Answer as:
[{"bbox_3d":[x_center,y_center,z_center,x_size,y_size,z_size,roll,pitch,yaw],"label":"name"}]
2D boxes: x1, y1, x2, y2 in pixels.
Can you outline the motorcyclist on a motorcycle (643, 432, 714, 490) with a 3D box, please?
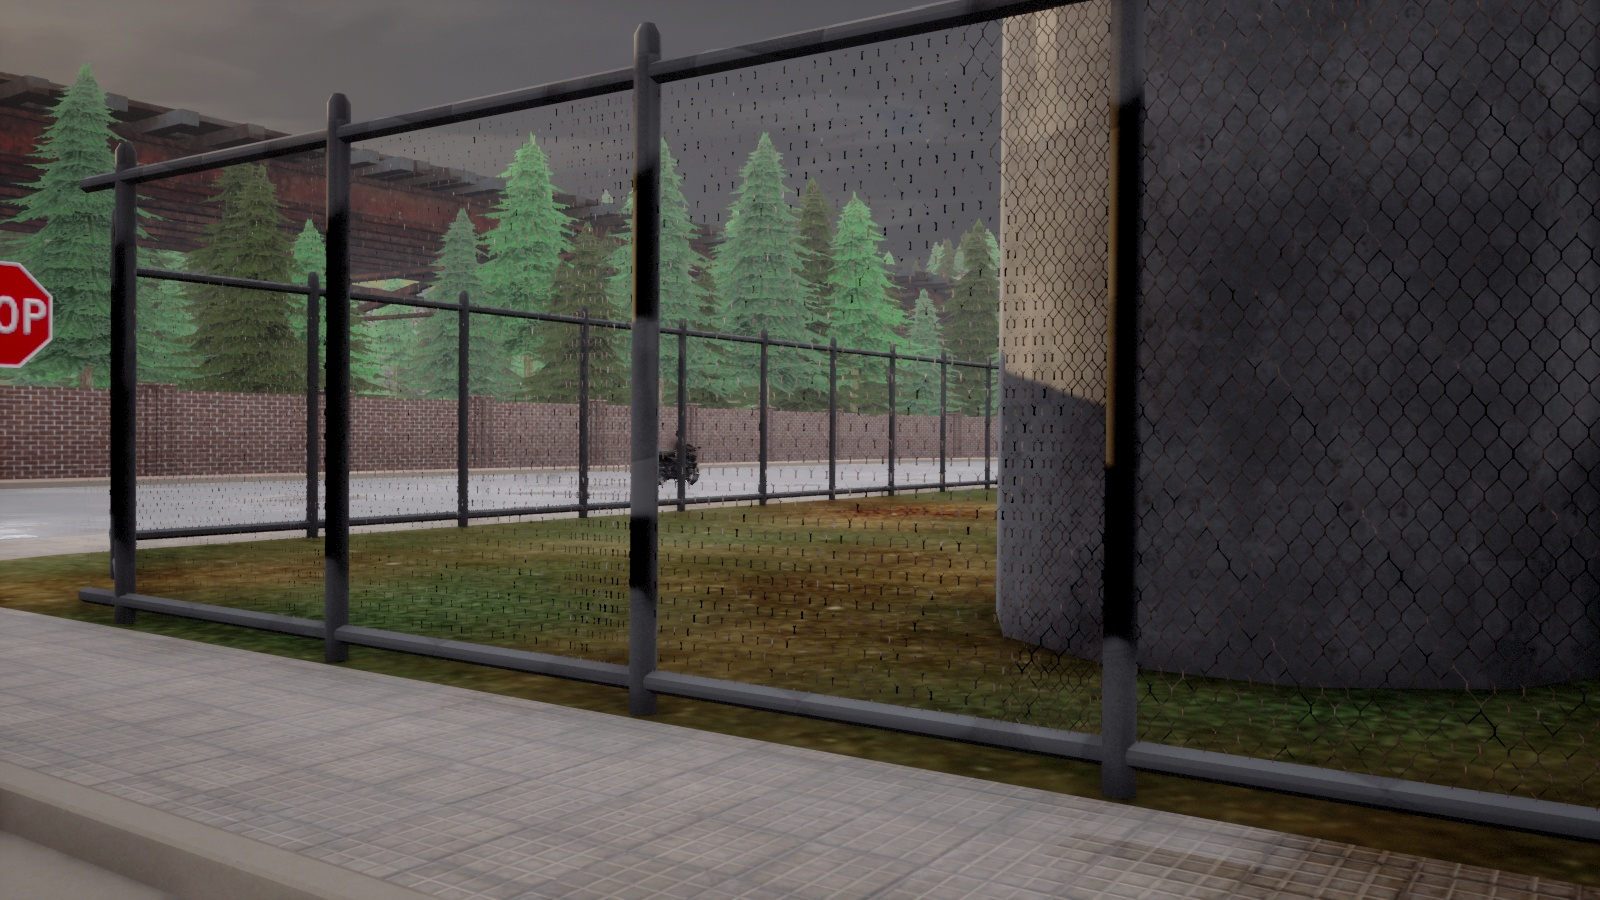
[{"bbox_3d":[-3.302,0.276,34.245,0.797,1.523,2.044,0,1,34],"label":"motorcyclist on a motorcycle"}]
